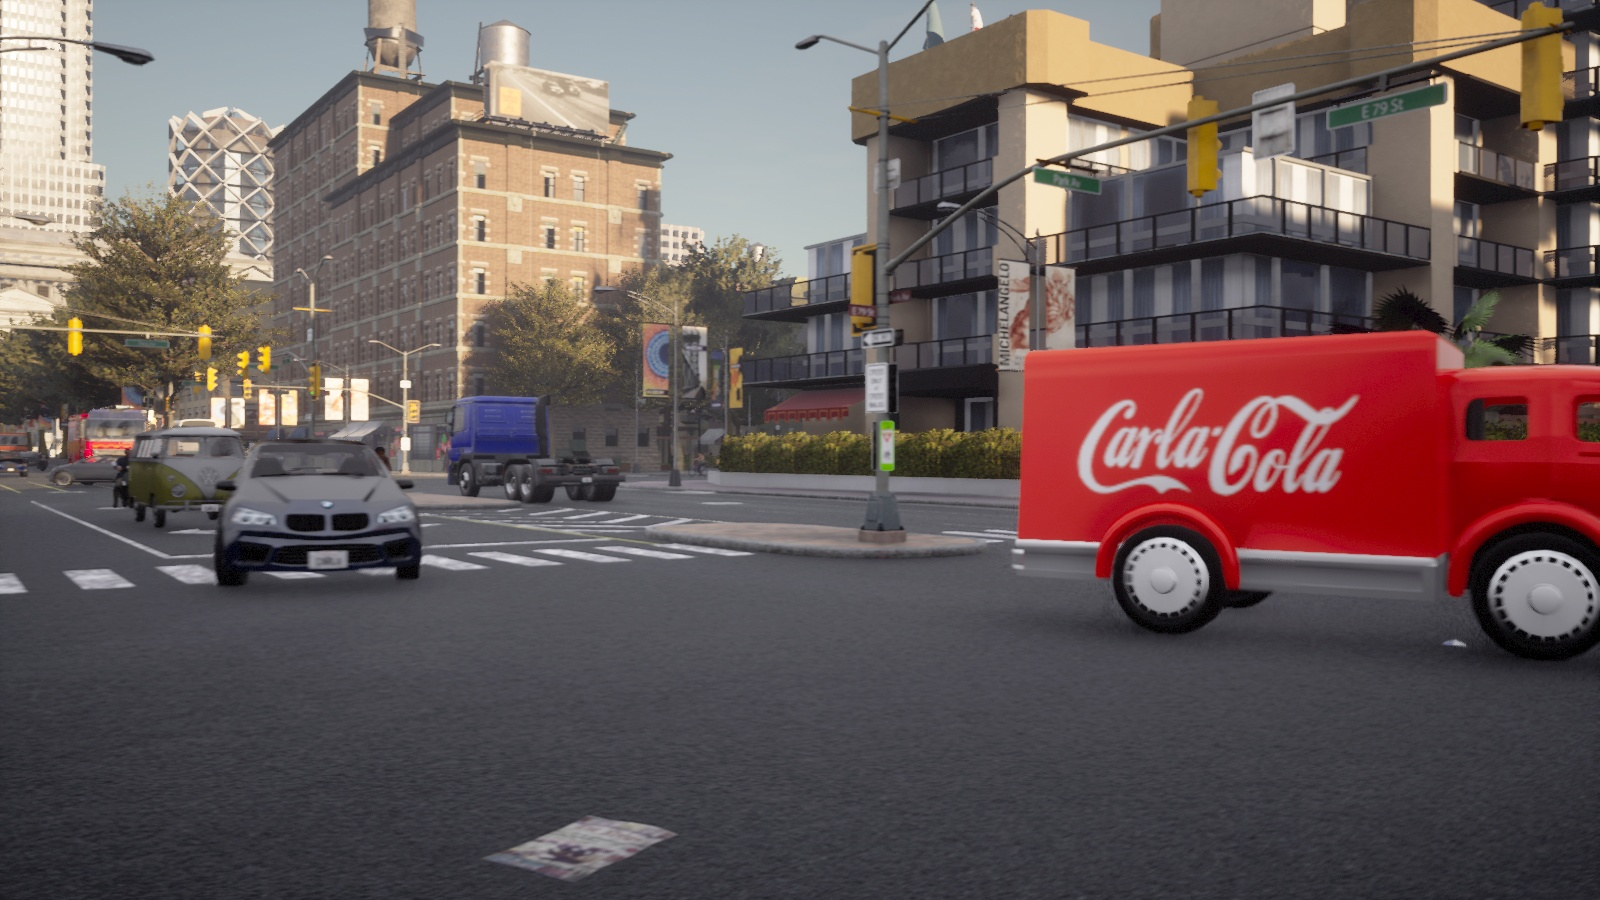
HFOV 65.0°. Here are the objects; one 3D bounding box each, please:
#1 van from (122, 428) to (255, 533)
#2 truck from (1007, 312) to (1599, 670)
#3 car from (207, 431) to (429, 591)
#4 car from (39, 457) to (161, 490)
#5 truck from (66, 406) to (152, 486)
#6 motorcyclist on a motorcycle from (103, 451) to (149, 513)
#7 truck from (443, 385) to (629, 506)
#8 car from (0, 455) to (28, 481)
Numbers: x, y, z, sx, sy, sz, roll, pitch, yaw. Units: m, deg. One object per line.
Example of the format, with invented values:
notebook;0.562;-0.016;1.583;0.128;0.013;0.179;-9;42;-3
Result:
van;-12.772;0.592;26.080;1.775;1.987;4.442;0;0;-35
truck;4.712;0.281;10.684;5.204;2.467;2.627;0;0;32
car;-6.120;0.643;15.641;2.242;1.667;4.611;0;0;-25
car;-30.319;1.011;54.489;4.181;1.385;1.994;0;0;0
truck;-35.238;-0.185;63.839;2.891;3.827;8.468;0;0;-35
motorcyclist on a motorcycle;-17.863;0.820;33.266;0.866;1.590;1.817;0;0;-35
truck;-8.591;-0.110;40.073;2.891;3.462;7.936;0;0;-35
car;-46.454;1.040;73.648;1.816;1.474;4.193;0;0;-35
